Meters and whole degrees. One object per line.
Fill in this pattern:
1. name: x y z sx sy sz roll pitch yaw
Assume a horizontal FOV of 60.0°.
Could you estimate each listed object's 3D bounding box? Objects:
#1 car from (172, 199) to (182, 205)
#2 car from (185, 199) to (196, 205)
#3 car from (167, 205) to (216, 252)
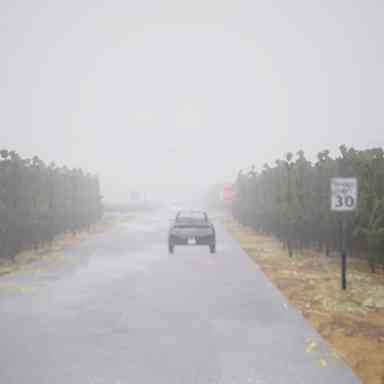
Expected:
1. car: -3.149 2.300 68.791 2.128 1.511 4.902 0 -1 0
2. car: -0.283 2.474 82.433 2.033 1.411 5.357 0 -1 -13
3. car: -0.006 1.561 14.278 2.128 1.511 4.902 0 0 0
